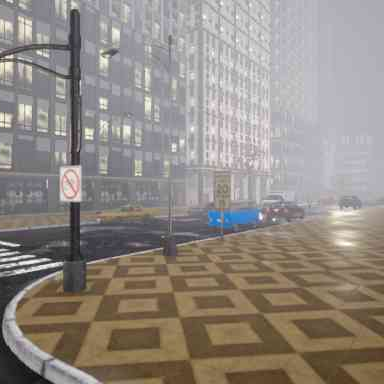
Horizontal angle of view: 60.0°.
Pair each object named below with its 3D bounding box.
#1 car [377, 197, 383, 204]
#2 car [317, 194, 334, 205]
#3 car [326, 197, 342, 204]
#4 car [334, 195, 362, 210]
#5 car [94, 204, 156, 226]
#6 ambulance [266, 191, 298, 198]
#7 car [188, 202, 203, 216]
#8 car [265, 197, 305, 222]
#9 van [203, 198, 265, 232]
[{"bbox_3d":[38.211,1.659,66.514,1.947,1.339,4.313,0,0,38],"label":"car"},{"bbox_3d":[25.176,1.381,62.520,2.192,1.841,5.009,0,0,38],"label":"car"},{"bbox_3d":[28.575,1.625,66.924,2.008,1.369,4.403,0,0,38],"label":"car"},{"bbox_3d":[21.218,1.369,44.490,2.192,1.841,5.009,0,0,38],"label":"car"},{"bbox_3d":[-4.733,1.540,23.969,1.752,1.417,4.829,0,0,38],"label":"car"},{"bbox_3d":[10.254,1.063,38.979,2.351,2.431,6.366,0,0,38],"label":"ambulance"},{"bbox_3d":[1.384,1.604,31.685,1.802,1.307,4.206,0,0,38],"label":"car"},{"bbox_3d":[7.623,1.473,26.870,1.967,1.590,4.097,0,0,38],"label":"car"},{"bbox_3d":[2.652,1.368,20.247,1.690,1.788,3.998,0,0,38],"label":"van"}]
